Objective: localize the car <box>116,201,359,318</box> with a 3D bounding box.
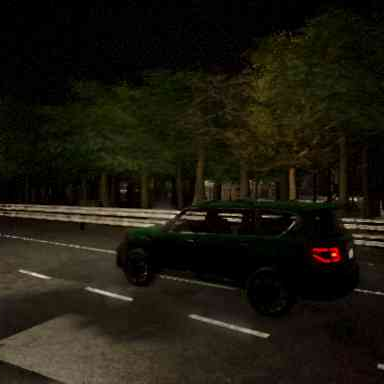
[{"bbox_3d":[0.728,1.223,7.654,5.566,2.045,2.150,0,0,35],"label":"car"}]
